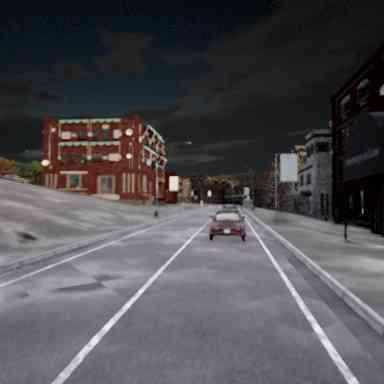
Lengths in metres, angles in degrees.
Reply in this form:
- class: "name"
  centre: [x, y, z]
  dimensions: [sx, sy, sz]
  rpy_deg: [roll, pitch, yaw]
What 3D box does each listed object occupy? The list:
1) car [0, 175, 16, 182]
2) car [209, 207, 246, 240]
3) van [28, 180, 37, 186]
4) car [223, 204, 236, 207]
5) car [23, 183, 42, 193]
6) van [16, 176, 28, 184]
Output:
- class: "car"
  centre: [-29.003, -1.814, 50.259]
  dimensions: [2.002, 1.452, 4.674]
  rpy_deg: [1, -3, -8]
- class: "car"
  centre: [1.943, 1.735, 18.184]
  dimensions: [1.812, 1.442, 4.674]
  rpy_deg: [0, -1, 7]
- class: "van"
  centre: [-30.817, -1.382, 61.315]
  dimensions: [1.878, 1.987, 4.442]
  rpy_deg: [1, -4, -10]
- class: "car"
  centre: [4.371, 2.125, 38.787]
  dimensions: [2.128, 1.511, 4.902]
  rpy_deg: [0, -1, 7]
- class: "car"
  centre: [-31.868, -0.765, 66.645]
  dimensions: [2.163, 1.488, 4.792]
  rpy_deg: [1, -4, -11]
- class: "van"
  centre: [-29.850, -1.737, 55.873]
  dimensions: [1.878, 1.987, 4.442]
  rpy_deg: [1, -4, -9]
